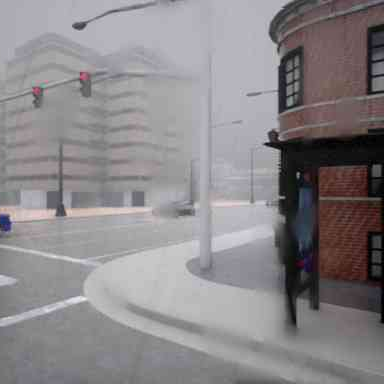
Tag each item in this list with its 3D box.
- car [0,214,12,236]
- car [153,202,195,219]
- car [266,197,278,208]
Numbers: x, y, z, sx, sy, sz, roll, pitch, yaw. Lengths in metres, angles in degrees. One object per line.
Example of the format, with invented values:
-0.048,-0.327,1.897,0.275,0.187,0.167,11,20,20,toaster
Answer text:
-11.053,1.486,15.361,1.882,1.535,5.008,0,0,32,car
-1.511,1.573,29.091,1.994,1.385,4.181,0,0,35,car
12.346,1.502,48.532,2.128,1.511,4.902,0,0,36,car
